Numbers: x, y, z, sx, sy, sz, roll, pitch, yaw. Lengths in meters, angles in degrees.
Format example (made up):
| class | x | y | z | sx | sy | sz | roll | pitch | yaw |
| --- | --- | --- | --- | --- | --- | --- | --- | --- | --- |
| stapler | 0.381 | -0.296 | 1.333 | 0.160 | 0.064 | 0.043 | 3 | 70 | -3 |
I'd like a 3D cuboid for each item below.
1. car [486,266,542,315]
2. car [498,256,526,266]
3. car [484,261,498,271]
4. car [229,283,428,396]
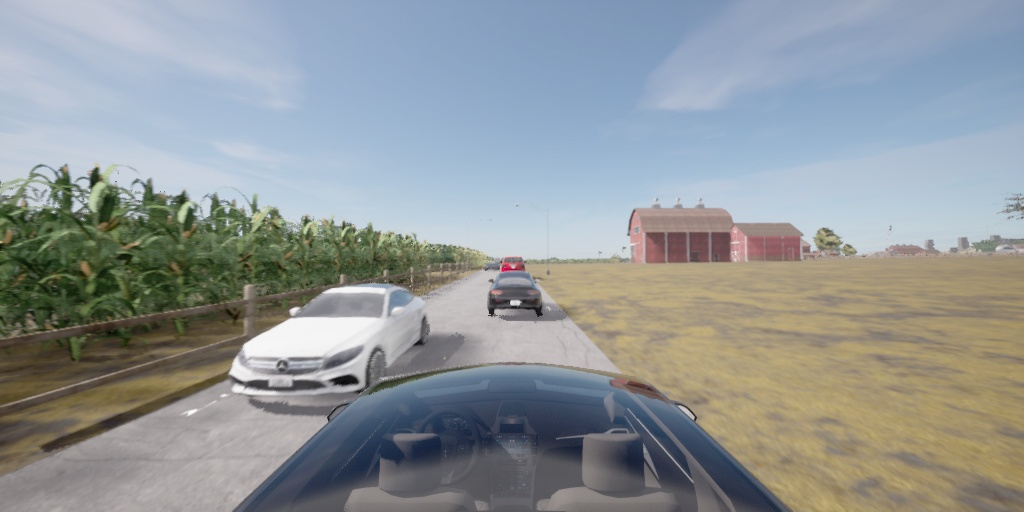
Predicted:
| class | x | y | z | sx | sy | sz | roll | pitch | yaw |
| --- | --- | --- | --- | --- | --- | --- | --- | --- | --- |
| car | 0.092 | 1.291 | 13.453 | 1.812 | 1.442 | 4.674 | 0 | 0 | 0 |
| car | 0.117 | 1.036 | 33.008 | 2.150 | 2.045 | 5.566 | 0 | 0 | 0 |
| car | -2.794 | 1.449 | 50.521 | 1.994 | 1.385 | 4.181 | 0 | 0 | 0 |
| car | -2.846 | 1.283 | 6.738 | 1.812 | 1.442 | 4.674 | 0 | 0 | 0 |
